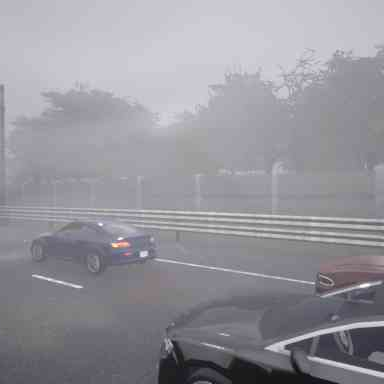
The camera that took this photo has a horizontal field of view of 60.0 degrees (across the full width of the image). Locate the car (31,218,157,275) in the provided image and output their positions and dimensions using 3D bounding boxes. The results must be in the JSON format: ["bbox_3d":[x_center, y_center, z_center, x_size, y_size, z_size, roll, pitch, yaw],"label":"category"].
[{"bbox_3d":[-3.176,1.538,10.460,4.674,1.442,1.812,0,0,36],"label":"car"}]

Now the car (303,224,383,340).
[{"bbox_3d":[4.505,1.478,5.070,5.008,1.535,1.882,0,0,35],"label":"car"}]

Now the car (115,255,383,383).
[{"bbox_3d":[1.876,1.492,2.636,4.902,1.511,2.128,0,0,36],"label":"car"}]
